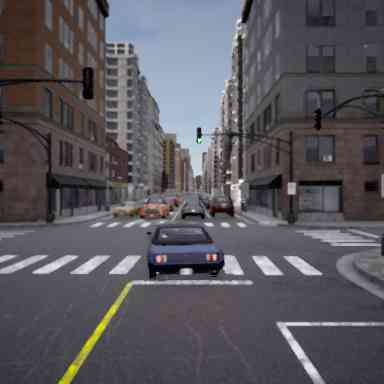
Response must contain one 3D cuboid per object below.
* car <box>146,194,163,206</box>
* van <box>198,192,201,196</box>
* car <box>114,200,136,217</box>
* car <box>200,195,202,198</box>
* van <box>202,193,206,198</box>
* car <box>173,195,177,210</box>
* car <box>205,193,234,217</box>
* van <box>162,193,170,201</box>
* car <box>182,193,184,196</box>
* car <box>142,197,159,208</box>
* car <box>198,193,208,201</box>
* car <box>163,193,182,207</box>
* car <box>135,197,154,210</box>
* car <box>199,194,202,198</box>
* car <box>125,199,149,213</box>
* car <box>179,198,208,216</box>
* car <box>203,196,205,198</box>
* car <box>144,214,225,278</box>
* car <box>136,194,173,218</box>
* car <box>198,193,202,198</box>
[{"bbox_3d":[-5.858,1.198,52.869,2.192,1.841,5.009,0,0,0],"label":"car"},{"bbox_3d":[2.668,1.175,69.817,1.690,1.788,3.998,0,0,0],"label":"van"},{"bbox_3d":[-5.858,1.467,30.079,1.752,1.417,4.829,0,0,0],"label":"car"},{"bbox_3d":[2.667,1.465,52.849,1.802,1.307,4.206,0,0,0],"label":"car"},{"bbox_3d":[2.668,1.239,47.192,1.690,1.788,3.998,0,0,0],"label":"van"},{"bbox_3d":[-3.089,1.427,38.047,1.837,1.490,4.892,0,0,0],"label":"car"},{"bbox_3d":[2.669,1.256,30.222,2.192,1.841,5.009,0,0,0],"label":"car"},{"bbox_3d":[-5.858,1.159,75.489,1.690,1.788,3.998,0,0,0],"label":"van"},{"bbox_3d":[-3.005,1.218,58.746,2.097,1.767,4.553,0,0,0],"label":"car"},{"bbox_3d":[-5.858,1.424,47.044,1.752,1.417,4.829,0,0,0],"label":"car"},{"bbox_3d":[2.667,1.115,81.131,2.192,1.841,5.009,0,0,0],"label":"car"},{"bbox_3d":[-3.057,1.116,48.004,2.150,2.045,5.566,0,0,1],"label":"car"},{"bbox_3d":[-5.858,1.439,41.389,1.752,1.417,4.829,0,0,0],"label":"car"},{"bbox_3d":[2.668,1.392,58.675,1.752,1.417,4.829,0,0,0],"label":"car"},{"bbox_3d":[-5.858,1.493,35.905,1.947,1.339,4.313,0,0,0],"label":"car"},{"bbox_3d":[0.098,1.507,29.448,1.994,1.385,4.181,0,0,0],"label":"car"},{"bbox_3d":[2.668,1.458,41.535,1.887,1.381,4.507,0,0,0],"label":"car"},{"bbox_3d":[-0.434,1.584,10.106,1.895,1.301,4.718,0,0,-8],"label":"car"},{"bbox_3d":[-3.149,1.297,28.881,2.097,1.767,4.553,0,0,2],"label":"car"},{"bbox_3d":[2.667,1.433,64.163,1.802,1.307,4.206,0,0,0],"label":"car"}]
